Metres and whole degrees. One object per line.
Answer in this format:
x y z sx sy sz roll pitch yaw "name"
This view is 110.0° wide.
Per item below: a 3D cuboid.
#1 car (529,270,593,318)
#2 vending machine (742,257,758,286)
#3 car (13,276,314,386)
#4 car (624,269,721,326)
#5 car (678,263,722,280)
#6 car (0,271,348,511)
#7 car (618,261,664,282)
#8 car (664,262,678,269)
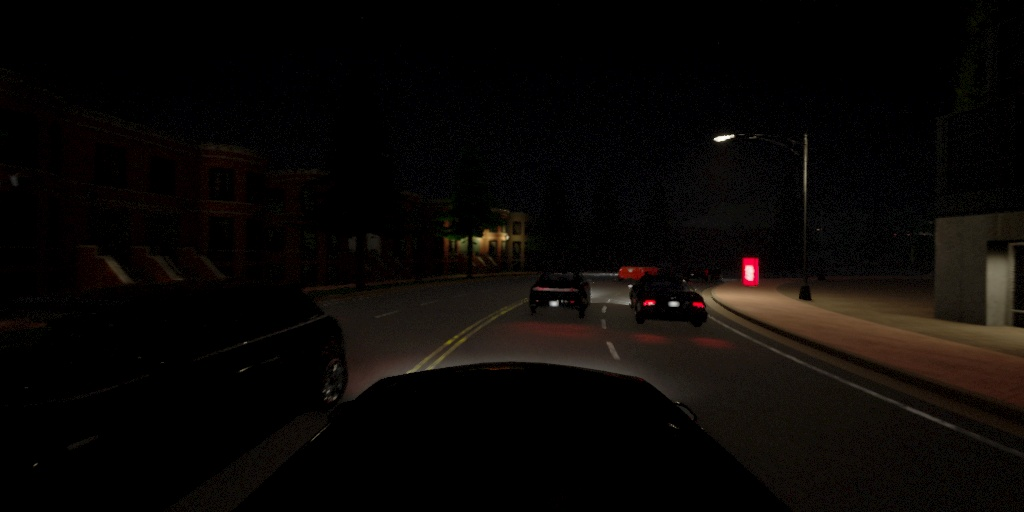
1.890 1.246 13.249 2.128 1.511 4.902 1 0 15 "car"
16.359 1.084 24.655 1.100 2.100 0.880 0 0 40 "vending machine"
-6.518 1.240 7.538 1.994 1.385 4.181 1 0 8 "car"
4.986 1.336 11.965 2.033 1.411 5.357 1 0 16 "car"
16.250 1.358 30.514 5.008 1.535 1.882 1 0 -45 "car"
-3.375 1.066 3.018 2.097 1.767 4.553 1 0 3 "car"
10.511 1.174 29.424 2.097 1.767 4.553 1 0 39 "car"
17.100 1.402 40.334 4.674 1.442 1.812 1 0 -33 "car"
